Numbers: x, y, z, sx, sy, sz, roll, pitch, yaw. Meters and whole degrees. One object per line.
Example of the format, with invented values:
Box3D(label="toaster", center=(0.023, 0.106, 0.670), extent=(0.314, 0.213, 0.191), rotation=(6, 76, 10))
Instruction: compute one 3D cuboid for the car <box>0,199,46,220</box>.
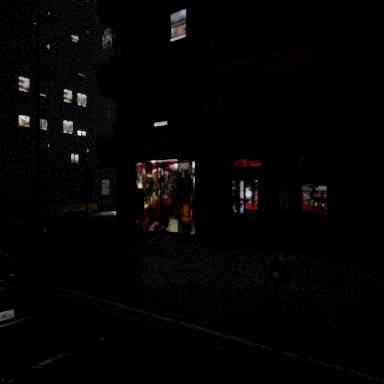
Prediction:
Box3D(label="car", center=(-14.039, 1.349, 26.071), extent=(2.008, 1.369, 4.403), rotation=(1, 1, 35))

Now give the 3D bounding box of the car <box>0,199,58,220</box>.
Box3D(label="car", center=(-12.457, 1.320, 23.701), extent=(1.837, 1.490, 4.892), rotation=(0, 0, 33))

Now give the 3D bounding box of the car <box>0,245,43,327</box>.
Box3D(label="car", center=(-4.473, 1.551, 6.062), extent=(4.403, 1.369, 2.008), rotation=(0, 0, 35))

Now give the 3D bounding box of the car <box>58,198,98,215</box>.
Box3D(label="car", center=(-10.949, 1.249, 30.497), extent=(1.752, 1.417, 4.829), rotation=(1, 1, 35))
